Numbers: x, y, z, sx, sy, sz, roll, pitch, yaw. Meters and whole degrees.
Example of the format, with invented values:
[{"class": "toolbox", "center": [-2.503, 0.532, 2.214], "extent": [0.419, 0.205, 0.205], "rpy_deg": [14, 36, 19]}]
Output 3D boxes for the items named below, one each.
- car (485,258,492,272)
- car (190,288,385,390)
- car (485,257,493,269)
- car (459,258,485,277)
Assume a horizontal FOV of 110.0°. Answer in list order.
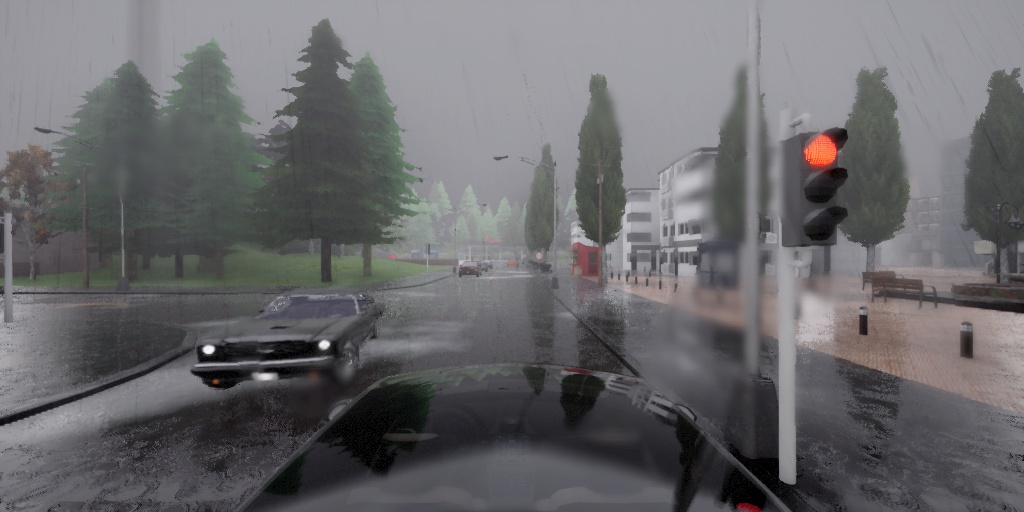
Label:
[{"class": "car", "center": [-4.060, 1.314, 45.626], "extent": [1.994, 1.385, 4.181], "rpy_deg": [0, 0, 0]}, {"class": "car", "center": [-3.816, 1.351, 7.083], "extent": [1.895, 1.301, 4.718], "rpy_deg": [0, 0, -12]}, {"class": "car", "center": [-4.012, 1.276, 55.753], "extent": [1.812, 1.442, 4.674], "rpy_deg": [0, 0, 0]}, {"class": "car", "center": [-4.078, 1.228, 35.706], "extent": [1.882, 1.535, 5.008], "rpy_deg": [0, 0, 0]}]
